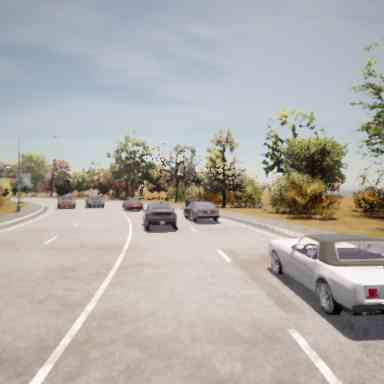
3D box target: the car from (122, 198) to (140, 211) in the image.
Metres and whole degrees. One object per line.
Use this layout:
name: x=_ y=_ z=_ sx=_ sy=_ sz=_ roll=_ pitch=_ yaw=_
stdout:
car: x=-6.869 y=1.416 z=38.462 sx=1.994 sy=1.385 sz=4.181 roll=0 pitch=0 yaw=-19

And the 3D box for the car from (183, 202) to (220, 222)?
car: x=0.615 y=1.440 z=25.320 sx=2.033 sy=1.411 sz=5.357 roll=0 pitch=0 yaw=-13

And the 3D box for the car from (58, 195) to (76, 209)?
car: x=-15.700 y=1.196 z=41.761 sx=2.097 sy=1.767 sz=4.553 roll=0 pitch=0 yaw=-22

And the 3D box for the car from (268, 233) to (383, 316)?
car: x=3.200 y=1.560 z=7.393 sx=1.895 sy=1.301 sz=4.718 roll=0 pitch=0 yaw=-4

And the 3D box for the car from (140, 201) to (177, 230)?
car: x=-2.065 y=1.421 z=20.688 sx=1.837 sy=1.490 sz=4.892 roll=0 pitch=0 yaw=-11

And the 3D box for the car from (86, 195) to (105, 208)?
car: x=-12.790 y=1.186 z=43.928 sx=2.097 sy=1.767 sz=4.553 roll=0 pitch=0 yaw=-22
